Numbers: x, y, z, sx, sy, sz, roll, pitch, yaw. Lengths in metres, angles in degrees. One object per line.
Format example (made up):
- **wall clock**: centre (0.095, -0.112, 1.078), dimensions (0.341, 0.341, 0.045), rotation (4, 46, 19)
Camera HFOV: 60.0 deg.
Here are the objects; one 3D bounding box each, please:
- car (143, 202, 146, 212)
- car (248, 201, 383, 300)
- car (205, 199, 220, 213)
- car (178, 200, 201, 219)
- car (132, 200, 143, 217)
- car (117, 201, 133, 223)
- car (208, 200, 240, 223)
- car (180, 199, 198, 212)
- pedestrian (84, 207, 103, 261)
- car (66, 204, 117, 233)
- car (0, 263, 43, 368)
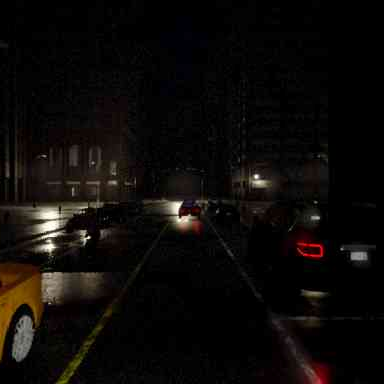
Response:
- **car**: centre (-6.086, 1.564, 36.409), dimensions (2.008, 1.369, 4.403), rotation (0, 0, -1)
- **car**: centre (2.927, 1.225, 8.556), dimensions (2.150, 2.045, 5.566), rotation (0, 0, -1)
- **car**: centre (2.439, 1.453, 36.485), dimensions (1.967, 1.590, 4.097), rotation (0, 0, -1)
- **car**: centre (-0.205, 1.610, 29.627), dimensions (1.895, 1.301, 4.718), rotation (0, 0, 0)
- **car**: centre (-6.036, 1.575, 30.772), dimensions (1.947, 1.339, 4.313), rotation (0, 0, -1)
- **car**: centre (-5.986, 1.572, 25.136), dimensions (1.947, 1.339, 4.313), rotation (0, 0, -1)
- **car**: centre (2.539, 1.572, 25.214), dimensions (1.947, 1.339, 4.313), rotation (0, 0, -1)
- **car**: centre (-0.347, 1.579, 39.596), dimensions (1.994, 1.385, 4.181), rotation (0, 0, -1)
- **pedestrian**: centre (-3.170, 1.297, 10.680), dimensions (0.375, 1.860, 0.375), rotation (0, 0, -11)
- **car**: centre (-5.936, 1.585, 19.500), dimensions (1.802, 1.307, 4.206), rotation (0, 0, -1)
- **car**: centre (-3.124, 1.477, 2.896), dimensions (1.882, 1.535, 5.008), rotation (0, 0, -1)
